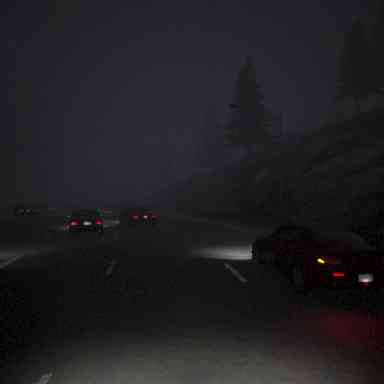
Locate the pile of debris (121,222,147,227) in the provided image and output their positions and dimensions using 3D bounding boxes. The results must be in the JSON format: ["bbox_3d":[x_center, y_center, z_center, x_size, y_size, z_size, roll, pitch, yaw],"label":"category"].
[{"bbox_3d":[-4.168,2.286,23.668,1.500,0.140,1.860,-1,0,-20],"label":"pile of debris"}]

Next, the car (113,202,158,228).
[{"bbox_3d":[-3.932,1.651,23.583,2.033,1.411,5.357,-1,0,-22],"label":"car"}]

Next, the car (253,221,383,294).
[{"bbox_3d":[3.033,1.490,8.658,1.812,1.442,4.674,-1,0,-7],"label":"car"}]

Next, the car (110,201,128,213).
[{"bbox_3d":[-8.209,1.769,39.462,1.994,1.385,4.181,-1,0,-32],"label":"car"}]

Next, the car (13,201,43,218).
[{"bbox_3d":[-17.359,1.897,34.580,2.033,1.411,5.357,-1,0,-33],"label":"car"}]

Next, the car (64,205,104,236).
[{"bbox_3d":[-6.246,1.685,19.502,2.033,1.411,5.357,-1,0,-19],"label":"car"}]

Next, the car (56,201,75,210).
[{"bbox_3d":[-19.204,2.009,50.292,1.895,1.301,4.718,-1,0,-32],"label":"car"}]

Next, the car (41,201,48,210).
[{"bbox_3d":[-22.740,2.012,49.349,2.033,1.411,5.357,-1,0,-33],"label":"car"}]
